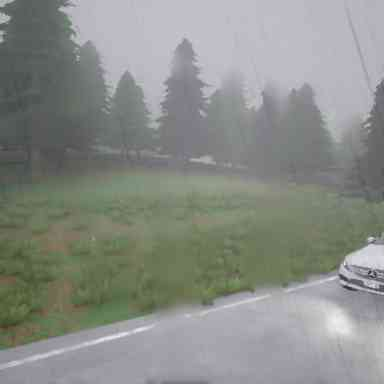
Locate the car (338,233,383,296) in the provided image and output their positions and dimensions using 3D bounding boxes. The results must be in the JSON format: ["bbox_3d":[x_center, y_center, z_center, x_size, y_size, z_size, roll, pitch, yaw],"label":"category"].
[{"bbox_3d":[5.375,1.516,7.809,4.674,1.442,1.812,0,0,-36],"label":"car"}]
